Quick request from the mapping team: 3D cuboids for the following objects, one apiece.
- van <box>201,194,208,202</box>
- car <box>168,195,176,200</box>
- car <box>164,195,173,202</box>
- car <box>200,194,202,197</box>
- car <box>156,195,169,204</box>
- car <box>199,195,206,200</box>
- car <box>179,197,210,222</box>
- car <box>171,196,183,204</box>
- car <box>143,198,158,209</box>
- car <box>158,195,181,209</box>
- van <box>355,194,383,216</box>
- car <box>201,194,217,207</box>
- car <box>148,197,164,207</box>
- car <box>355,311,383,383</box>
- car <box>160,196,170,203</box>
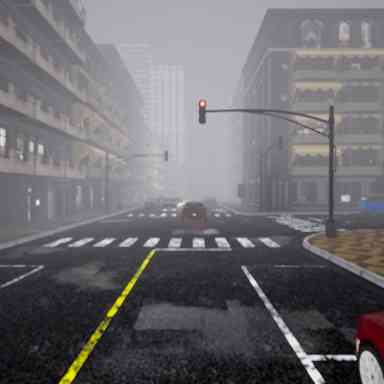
[{"bbox_3d":[2.929,1.311,78.644,1.690,1.788,3.998,-1,0,0],"label":"van"},{"bbox_3d":[-5.414,1.555,89.732,1.802,1.307,4.206,-1,0,0],"label":"car"},{"bbox_3d":[-5.450,1.496,78.506,1.752,1.417,4.829,-1,0,0],"label":"car"},{"bbox_3d":[2.896,1.520,67.588,2.008,1.369,4.403,-1,0,0],"label":"car"},{"bbox_3d":[-5.504,1.409,62.092,1.967,1.590,4.097,-1,0,0],"label":"car"},{"bbox_3d":[2.983,1.520,95.228,1.887,1.381,4.507,-1,0,0],"label":"car"},{"bbox_3d":[0.175,1.456,26.113,1.882,1.535,5.008,0,0,0],"label":"car"},{"bbox_3d":[-2.848,1.533,63.572,1.994,1.385,4.181,0,0,1],"label":"car"},{"bbox_3d":[-5.555,1.522,45.509,2.008,1.369,4.403,0,0,0],"label":"car"},{"bbox_3d":[-2.957,1.518,45.116,2.033,1.411,5.357,0,0,0],"label":"car"},{"bbox_3d":[15.726,1.011,27.535,3.998,1.788,1.690,-1,1,-1],"label":"van"},{"bbox_3d":[2.841,1.410,51.005,1.967,1.590,4.097,-1,0,0],"label":"car"},{"bbox_3d":[-5.538,1.536,51.036,1.947,1.339,4.313,0,0,0],"label":"car"},{"bbox_3d":[2.686,1.543,2.006,1.887,1.381,4.507,0,0,0],"label":"car"},{"bbox_3d":[-5.485,1.551,67.620,1.802,1.307,4.206,-1,0,0],"label":"car"}]
